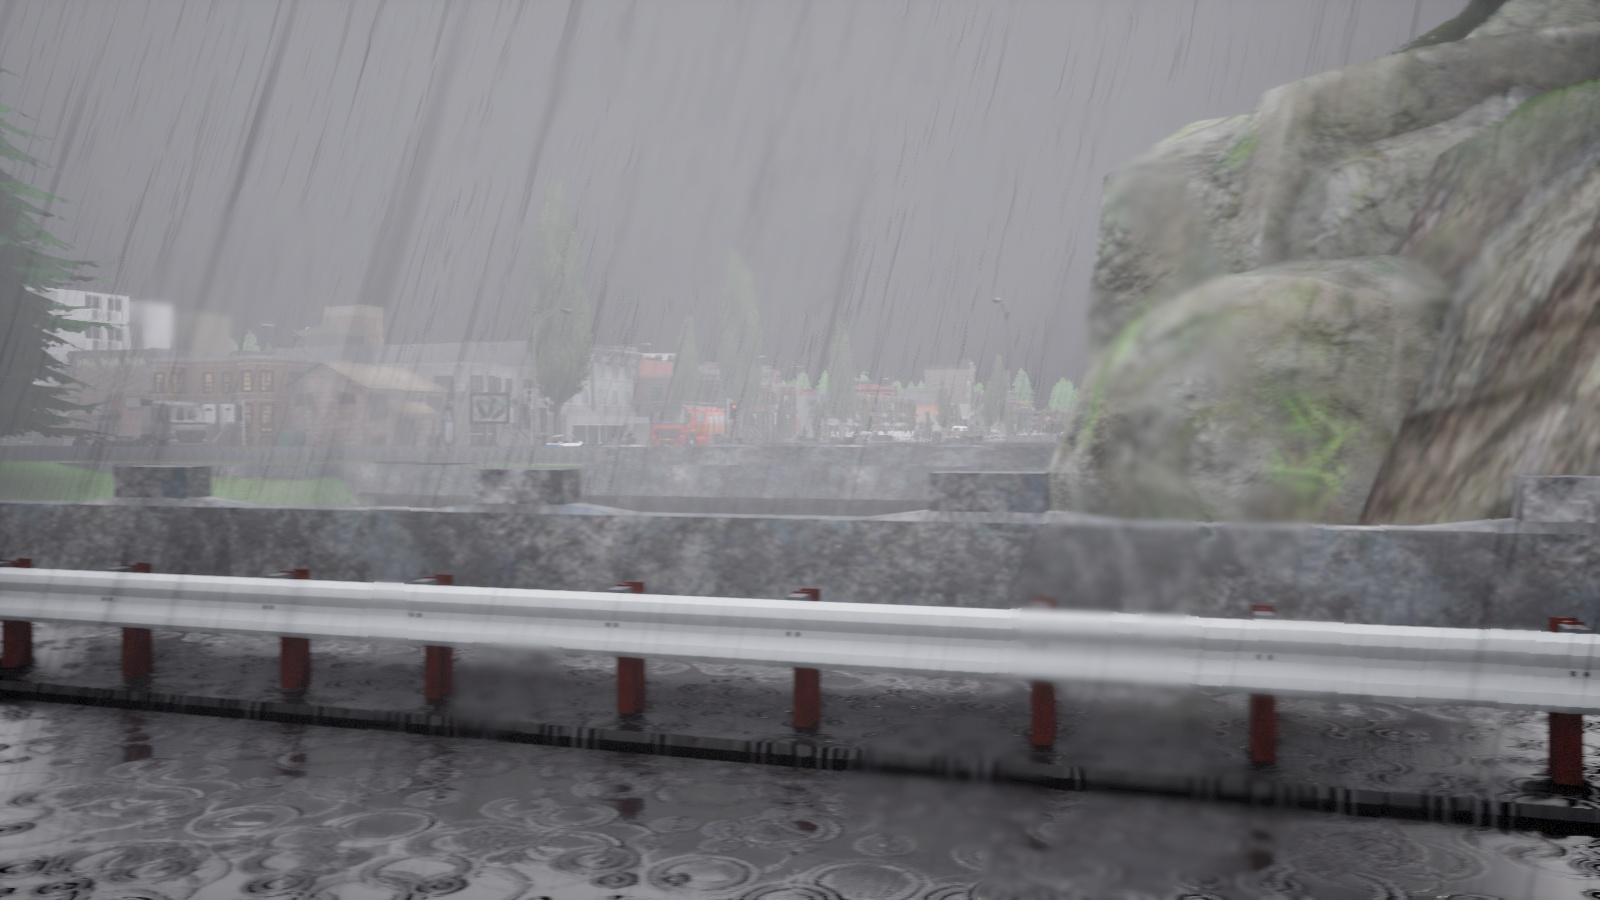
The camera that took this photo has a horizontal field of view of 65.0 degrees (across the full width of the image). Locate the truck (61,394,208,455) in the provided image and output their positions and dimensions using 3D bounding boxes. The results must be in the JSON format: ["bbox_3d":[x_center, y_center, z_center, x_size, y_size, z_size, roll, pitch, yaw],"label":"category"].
[{"bbox_3d":[-38.809,-1.478,73.252,7.936,3.462,2.891,1,1,19],"label":"truck"}]

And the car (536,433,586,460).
[{"bbox_3d":[-12.452,-0.214,65.348,2.207,1.376,1.481,1,1,39],"label":"car"}]
